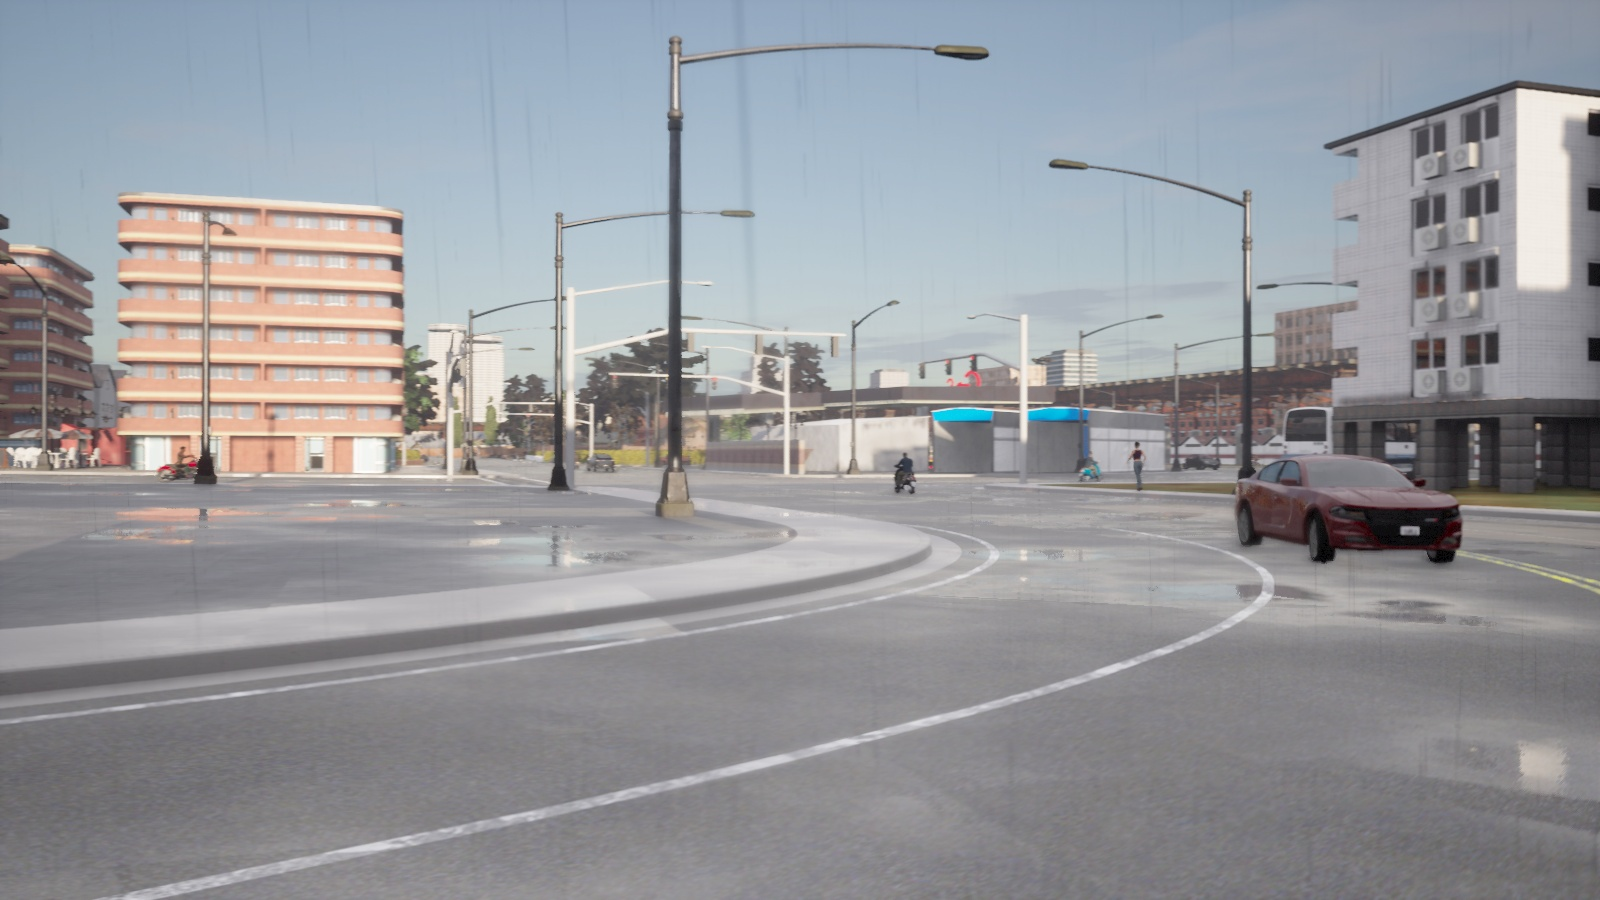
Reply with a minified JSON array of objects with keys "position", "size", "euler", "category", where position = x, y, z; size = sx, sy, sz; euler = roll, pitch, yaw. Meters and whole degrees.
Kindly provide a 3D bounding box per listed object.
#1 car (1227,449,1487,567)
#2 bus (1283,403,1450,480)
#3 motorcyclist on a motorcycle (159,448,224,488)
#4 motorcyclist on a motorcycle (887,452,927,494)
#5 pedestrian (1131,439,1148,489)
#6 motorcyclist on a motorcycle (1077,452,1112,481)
[{"position":[8.124,0.767,18.911],"size":[1.882,1.535,5.008],"euler":[0,0,3],"category":"car"},{"position":[33.546,-0.464,74.243],"size":[10.273,4.253,3.944],"euler":[0,0,-32],"category":"bus"},{"position":[-25.823,0.756,53.312],"size":[2.350,1.649,0.766],"euler":[1,-1,-18],"category":"motorcyclist on a motorcycle"},{"position":[4.052,0.857,47.802],"size":[0.866,1.590,1.817],"euler":[0,0,-19],"category":"motorcyclist on a motorcycle"},{"position":[12.610,0.528,46.669],"size":[0.345,1.836,0.594],"euler":[0,0,-13],"category":"pedestrian"},{"position":[16.223,0.898,69.217],"size":[1.817,1.590,0.866],"euler":[0,0,-34],"category":"motorcyclist on a motorcycle"}]
